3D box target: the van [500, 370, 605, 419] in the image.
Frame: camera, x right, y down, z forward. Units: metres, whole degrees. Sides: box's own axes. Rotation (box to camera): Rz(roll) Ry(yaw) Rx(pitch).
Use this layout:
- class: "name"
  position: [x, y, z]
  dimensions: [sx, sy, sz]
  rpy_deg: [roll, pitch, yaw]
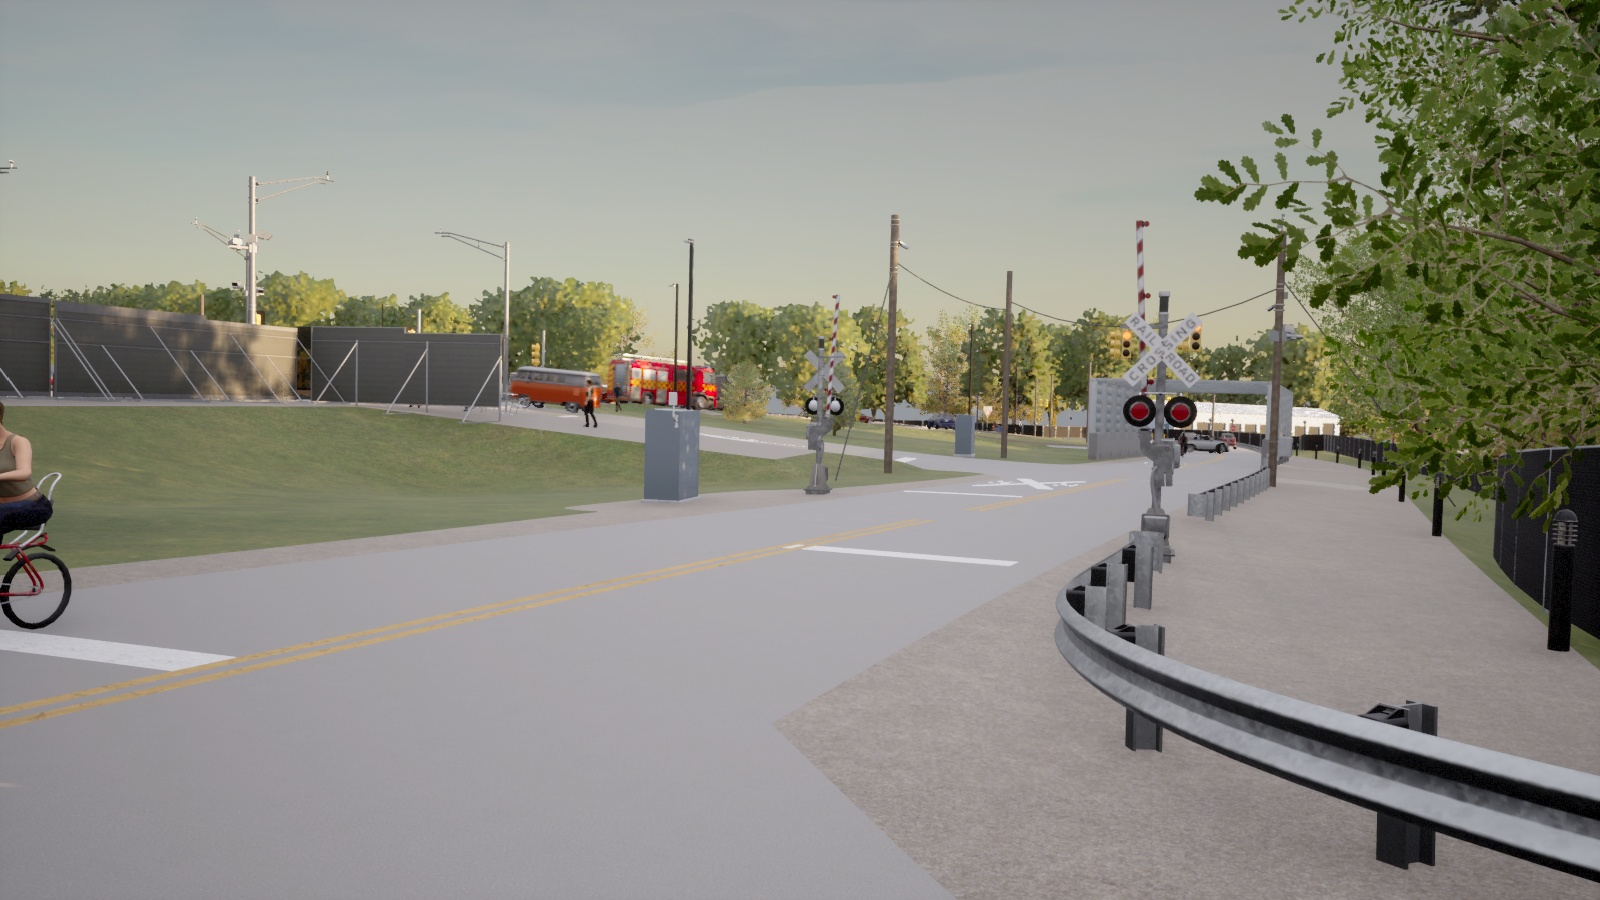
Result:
- class: "van"
  position: [-11.678, -2.636, 59.213]
  dimensions: [4.442, 1.987, 1.775]
  rpy_deg: [5, 4, 16]

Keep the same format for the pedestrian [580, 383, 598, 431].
- class: "pedestrian"
  position: [-8.118, -1.646, 48.265]
  dimensions: [0.594, 1.836, 0.345]
  rpy_deg: [1, 3, 17]

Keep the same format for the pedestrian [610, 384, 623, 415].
- class: "pedestrian"
  position: [-10.930, -2.990, 74.736]
  dimensions: [0.402, 1.842, 0.726]
  rpy_deg: [2, 3, 32]

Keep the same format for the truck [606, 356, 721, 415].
- class: "truck"
  position: [-10.172, -4.778, 94.280]
  dimensions: [8.468, 3.827, 2.891]
  rpy_deg: [2, 0, -44]

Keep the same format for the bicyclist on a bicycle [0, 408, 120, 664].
- class: "bicyclist on a bicycle"
  position: [-5.397, 0.536, 8.178]
  dimensions: [0.866, 1.612, 1.509]
  rpy_deg: [1, 1, 19]
